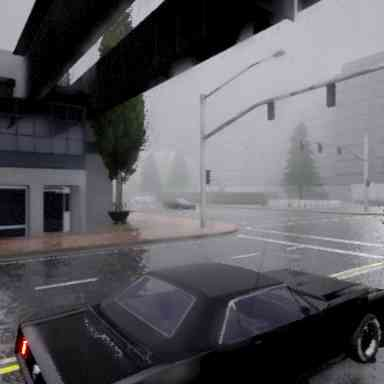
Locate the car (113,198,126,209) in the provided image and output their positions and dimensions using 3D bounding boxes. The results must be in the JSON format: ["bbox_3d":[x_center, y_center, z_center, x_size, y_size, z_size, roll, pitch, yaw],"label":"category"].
[{"bbox_3d":[-10.734,1.506,45.014,2.033,1.411,5.357,0,0,-36],"label":"car"}]

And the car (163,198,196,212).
[{"bbox_3d":[-1.490,1.428,38.148,1.882,1.535,5.008,0,0,-36],"label":"car"}]

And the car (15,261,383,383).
[{"bbox_3d":[0.545,1.594,4.177,4.718,1.301,1.895,0,0,-35],"label":"car"}]
